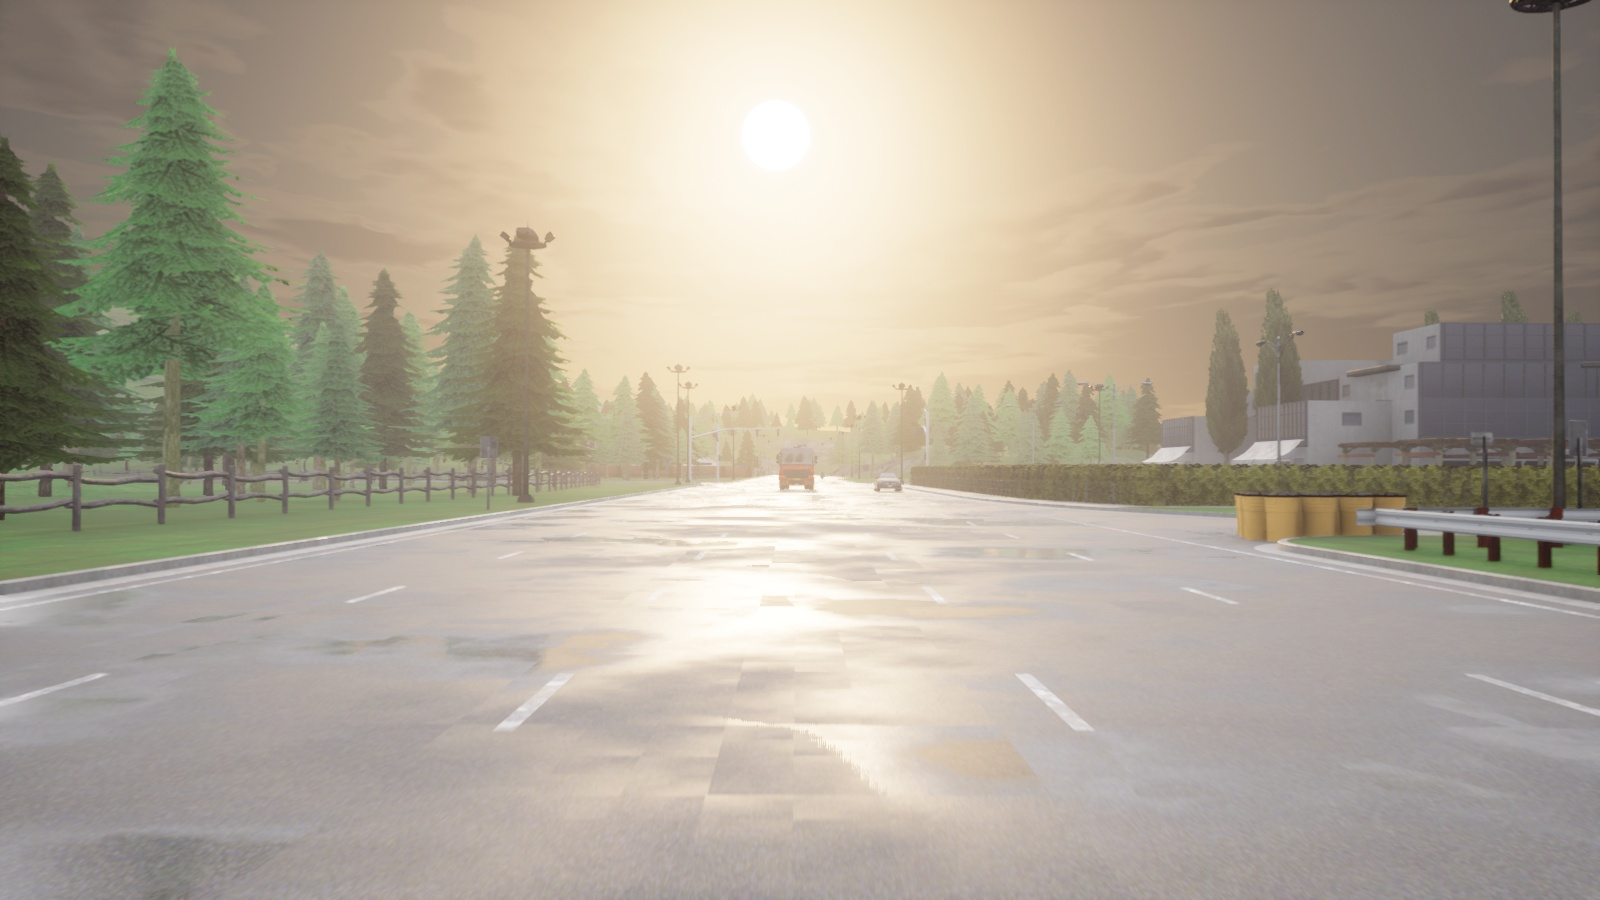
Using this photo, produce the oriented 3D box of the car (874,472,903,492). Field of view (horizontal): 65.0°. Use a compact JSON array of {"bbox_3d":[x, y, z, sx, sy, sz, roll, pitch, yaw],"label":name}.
[{"bbox_3d":[6.781,2.431,96.615,1.812,1.442,4.674,0,-1,0],"label":"car"}]
